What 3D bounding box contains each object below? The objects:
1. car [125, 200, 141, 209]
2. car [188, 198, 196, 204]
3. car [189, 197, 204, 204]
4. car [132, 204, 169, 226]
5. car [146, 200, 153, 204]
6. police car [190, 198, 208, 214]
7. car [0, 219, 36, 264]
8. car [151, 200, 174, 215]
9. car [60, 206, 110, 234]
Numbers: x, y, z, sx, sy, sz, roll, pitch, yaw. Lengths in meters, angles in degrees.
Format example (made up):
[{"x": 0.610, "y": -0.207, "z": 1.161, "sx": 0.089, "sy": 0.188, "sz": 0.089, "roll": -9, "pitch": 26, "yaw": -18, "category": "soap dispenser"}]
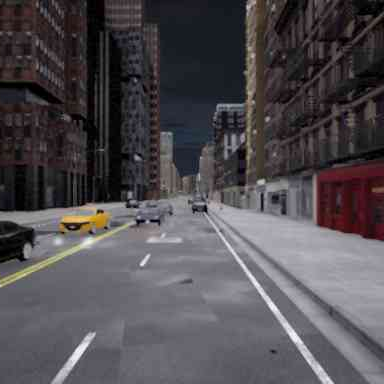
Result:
[{"x": -9.779, "y": 2.053, "z": 55.220, "sx": 1.882, "sy": 1.535, "sz": 5.008, "roll": 0, "pitch": -1, "yaw": 1, "category": "car"}, {"x": 0.026, "y": 2.257, "z": 85.943, "sx": 1.837, "sy": 1.490, "sz": 4.892, "roll": 0, "pitch": -1, "yaw": 0, "category": "car"}, {"x": 0.991, "y": 1.754, "z": 50.923, "sx": 2.150, "sy": 2.045, "sz": 5.566, "roll": 0, "pitch": -1, "yaw": 0, "category": "car"}, {"x": -3.142, "y": 1.864, "z": 25.860, "sx": 1.895, "sy": 1.301, "sz": 4.718, "roll": 0, "pitch": -1, "yaw": 0, "category": "car"}, {"x": -6.533, "y": 2.080, "z": 55.249, "sx": 1.837, "sy": 1.490, "sz": 4.892, "roll": 0, "pitch": -1, "yaw": 1, "category": "car"}, {"x": 0.988, "y": 1.848, "z": 41.002, "sx": 1.930, "sy": 1.638, "sz": 5.238, "roll": 0, "pitch": -1, "yaw": 0, "category": "police car"}, {"x": -6.585, "y": 1.579, "z": 10.014, "sx": 1.882, "sy": 1.535, "sz": 5.008, "roll": 0, "pitch": -1, "yaw": 0, "category": "car"}, {"x": -3.141, "y": 1.944, "z": 38.588, "sx": 2.033, "sy": 1.411, "sz": 5.357, "roll": 0, "pitch": -1, "yaw": 0, "category": "car"}, {"x": -6.531, "y": 1.688, "z": 20.754, "sx": 1.882, "sy": 1.535, "sz": 5.008, "roll": 0, "pitch": -1, "yaw": 1, "category": "car"}]
